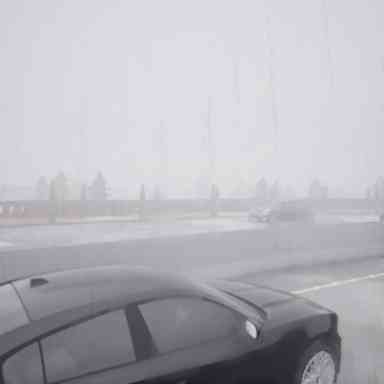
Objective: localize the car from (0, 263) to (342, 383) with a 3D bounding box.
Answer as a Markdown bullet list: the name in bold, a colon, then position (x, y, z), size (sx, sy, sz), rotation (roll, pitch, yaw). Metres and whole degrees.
- **car**: position (-0.570, 1.465, 3.177), size (5.008, 1.535, 1.882), rotation (0, 0, -35)

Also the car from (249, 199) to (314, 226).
- **car**: position (6.204, 1.318, 23.240), size (4.553, 1.767, 2.097), rotation (0, 0, -25)

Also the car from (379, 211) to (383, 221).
- **car**: position (15.458, 1.511, 23.393), size (4.892, 1.490, 1.837), rotation (0, 0, -20)
